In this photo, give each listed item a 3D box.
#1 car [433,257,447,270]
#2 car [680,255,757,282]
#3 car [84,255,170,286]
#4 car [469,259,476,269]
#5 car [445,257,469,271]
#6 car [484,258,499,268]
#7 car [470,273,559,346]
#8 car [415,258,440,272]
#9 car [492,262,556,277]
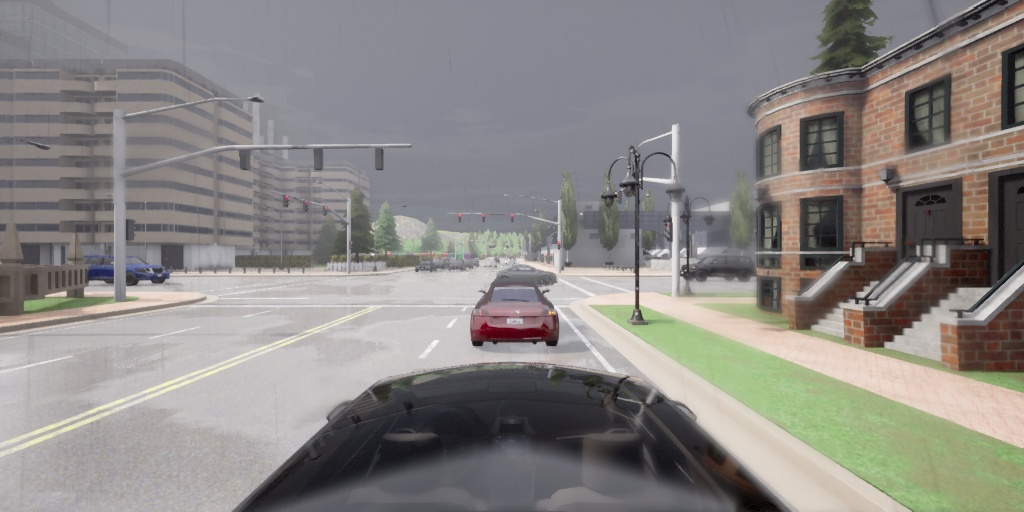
[{"bbox_3d":[-10.797,1.255,53.728,1.837,1.490,4.892,0,0,0],"label":"car"},{"bbox_3d":[16.085,0.971,28.106,5.566,2.045,2.150,0,0,-1],"label":"car"},{"bbox_3d":[-26.936,0.971,24.583,5.566,2.045,2.150,0,0,0],"label":"car"},{"bbox_3d":[-7.304,1.255,57.491,1.837,1.490,4.892,0,0,0],"label":"car"},{"bbox_3d":[-7.272,1.255,48.128,1.837,1.490,4.892,0,0,0],"label":"car"},{"bbox_3d":[-3.624,1.275,61.486,1.812,1.442,4.674,0,0,0],"label":"car"},{"bbox_3d":[0.056,1.314,9.396,1.994,1.385,4.181,0,0,0],"label":"car"},{"bbox_3d":[-10.766,1.314,45.074,1.994,1.385,4.181,0,0,0],"label":"car"},{"bbox_3d":[0.948,1.314,24.283,4.181,1.385,1.994,0,0,1],"label":"car"}]
